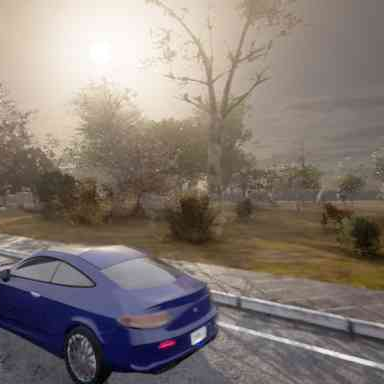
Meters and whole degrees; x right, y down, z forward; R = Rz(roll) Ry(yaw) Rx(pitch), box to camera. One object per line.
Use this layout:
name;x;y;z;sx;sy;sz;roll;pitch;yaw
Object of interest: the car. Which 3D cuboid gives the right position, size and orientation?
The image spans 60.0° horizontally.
car;-1.793;1.526;5.275;4.674;1.442;1.812;0;0;36
